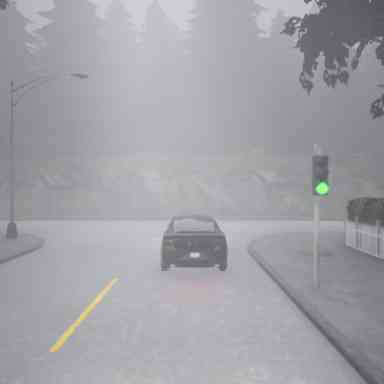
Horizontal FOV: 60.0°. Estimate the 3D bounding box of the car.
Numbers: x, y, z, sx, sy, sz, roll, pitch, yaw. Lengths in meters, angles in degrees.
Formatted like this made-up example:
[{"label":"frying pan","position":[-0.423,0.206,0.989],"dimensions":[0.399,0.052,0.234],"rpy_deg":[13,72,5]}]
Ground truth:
[{"label":"car","position":[0.005,1.482,11.100],"dimensions":[1.882,1.535,5.008],"rpy_deg":[0,0,-2]}]
